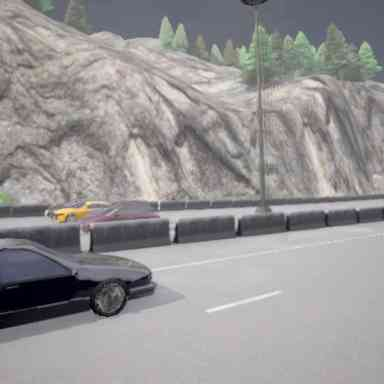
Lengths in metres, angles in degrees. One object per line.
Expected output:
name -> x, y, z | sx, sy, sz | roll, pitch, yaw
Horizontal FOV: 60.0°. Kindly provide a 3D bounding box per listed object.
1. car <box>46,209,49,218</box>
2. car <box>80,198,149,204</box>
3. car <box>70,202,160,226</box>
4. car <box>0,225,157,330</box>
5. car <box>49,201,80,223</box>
car -> -9.364, 1.472, 27.334 | 4.902, 1.511, 2.128 | 0, 0, -35
car -> -4.646, 1.329, 22.092 | 4.553, 1.767, 2.097 | 0, 0, -35
car -> -3.942, 1.507, 18.313 | 4.674, 1.442, 1.812 | 0, 0, -35
car -> -3.312, 1.546, 5.684 | 5.357, 1.411, 2.033 | 0, 0, -35
car -> -7.425, 1.457, 24.418 | 5.008, 1.535, 1.882 | 0, 0, -35
